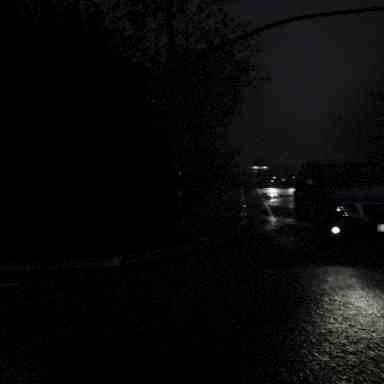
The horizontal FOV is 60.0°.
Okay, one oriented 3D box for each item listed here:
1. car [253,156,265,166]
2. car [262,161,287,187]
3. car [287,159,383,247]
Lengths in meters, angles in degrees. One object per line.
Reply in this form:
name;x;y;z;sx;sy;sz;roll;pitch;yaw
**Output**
car;10.949;-5.064;54.400;1.882;1.535;5.008;-2;7;9
car;6.506;-1.324;24.809;1.837;1.490;4.892;-2;6;8
car;4.343;0.097;9.560;2.150;2.045;5.566;-2;6;8
